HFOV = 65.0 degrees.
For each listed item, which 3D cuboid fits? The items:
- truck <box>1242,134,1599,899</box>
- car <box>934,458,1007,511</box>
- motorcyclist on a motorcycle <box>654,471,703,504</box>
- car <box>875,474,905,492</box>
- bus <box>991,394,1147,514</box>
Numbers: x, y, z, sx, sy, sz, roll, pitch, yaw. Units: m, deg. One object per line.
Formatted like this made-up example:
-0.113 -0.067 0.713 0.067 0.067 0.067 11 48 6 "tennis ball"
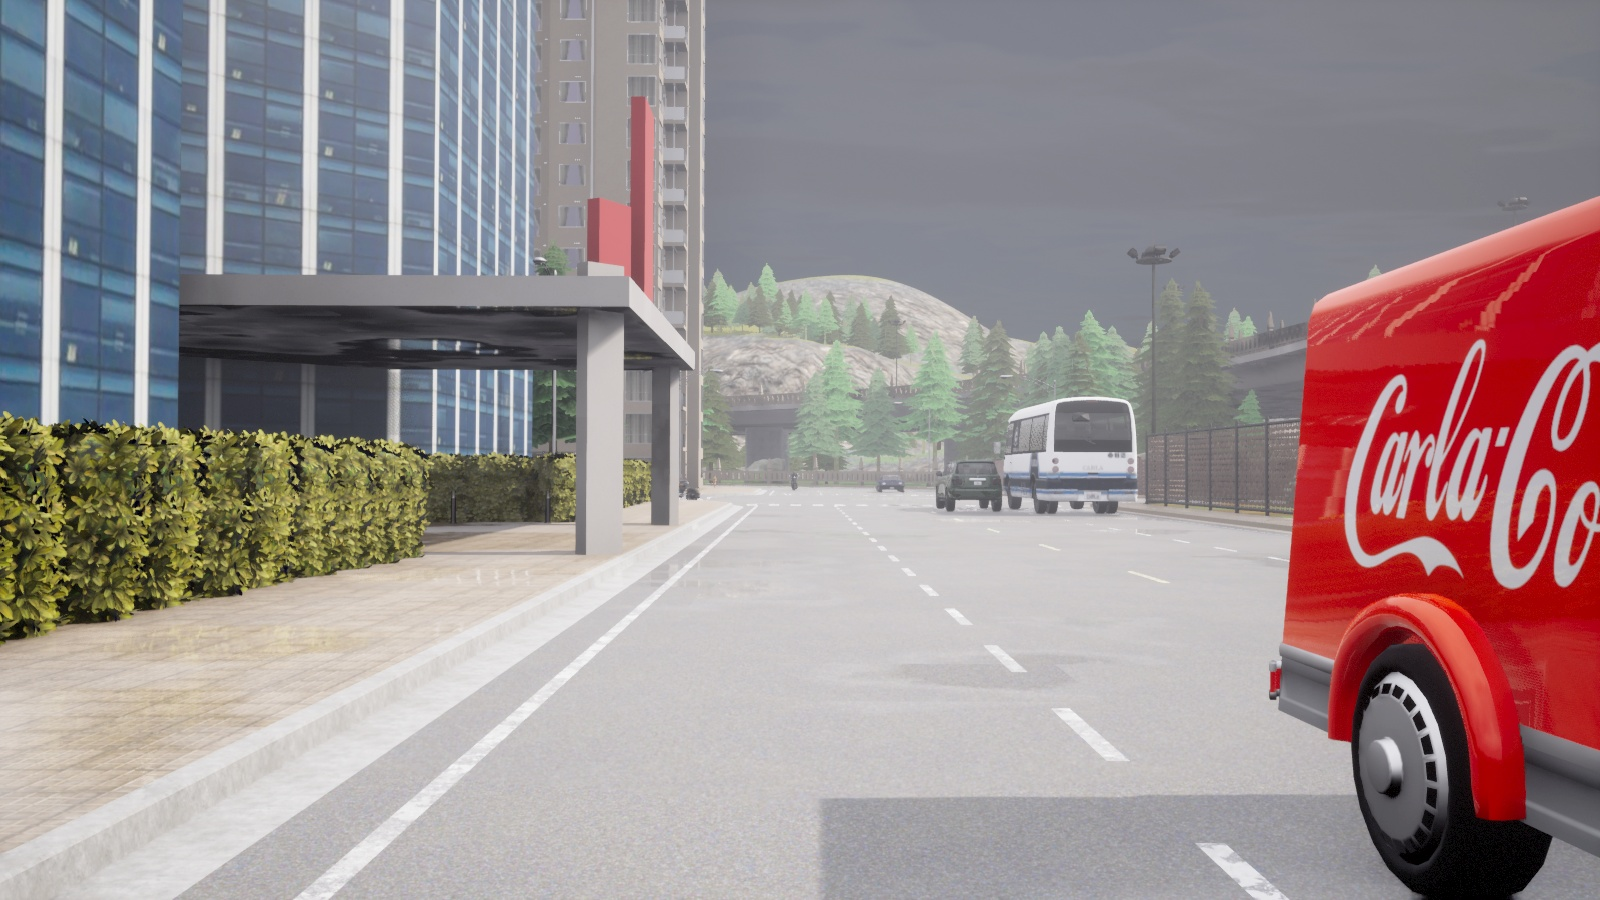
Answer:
3.488 0.373 3.519 2.627 2.467 5.204 0 -1 0 "truck"
6.864 1.363 51.171 2.150 2.045 5.566 0 -1 0 "car"
-6.199 1.911 64.216 2.350 1.649 0.766 -1 0 10 "motorcyclist on a motorcycle"
6.749 2.465 94.130 1.895 1.301 4.718 0 -1 0 "car"
10.362 0.232 49.859 3.944 4.253 10.273 0 -1 0 "bus"
